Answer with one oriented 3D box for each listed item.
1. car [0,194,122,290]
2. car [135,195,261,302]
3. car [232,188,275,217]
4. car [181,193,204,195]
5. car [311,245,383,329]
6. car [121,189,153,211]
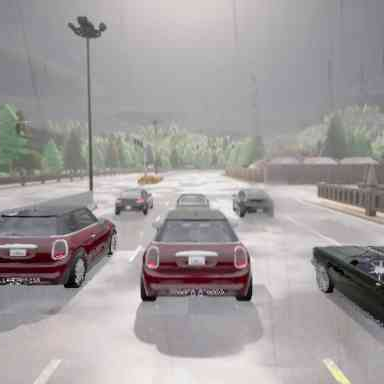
[{"bbox_3d":[-3.426,1.119,8.682,2.097,1.767,4.553,0,3,0],"label":"car"},{"bbox_3d":[0.077,1.146,8.009,2.097,1.767,4.553,0,2,0],"label":"car"},{"bbox_3d":[3.520,0.552,19.626,1.837,1.490,4.892,0,4,0],"label":"car"},{"bbox_3d":[0.035,0.761,17.390,2.033,1.411,5.357,0,4,0],"label":"car"},{"bbox_3d":[3.590,1.495,5.336,1.895,1.301,4.718,0,2,0],"label":"car"},{"bbox_3d":[-3.480,0.512,20.403,1.812,1.442,4.674,0,4,0],"label":"car"}]
